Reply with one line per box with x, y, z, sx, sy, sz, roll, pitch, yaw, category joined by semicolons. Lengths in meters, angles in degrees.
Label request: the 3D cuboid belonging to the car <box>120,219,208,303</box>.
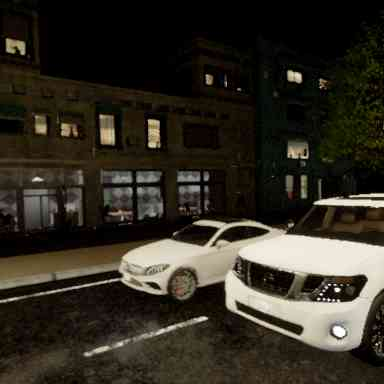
0.580;1.402;8.090;4.674;1.442;1.812;-2;1;-35;car

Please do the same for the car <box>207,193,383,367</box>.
3.177;1.076;5.952;5.566;2.045;2.150;-2;1;-35;car
